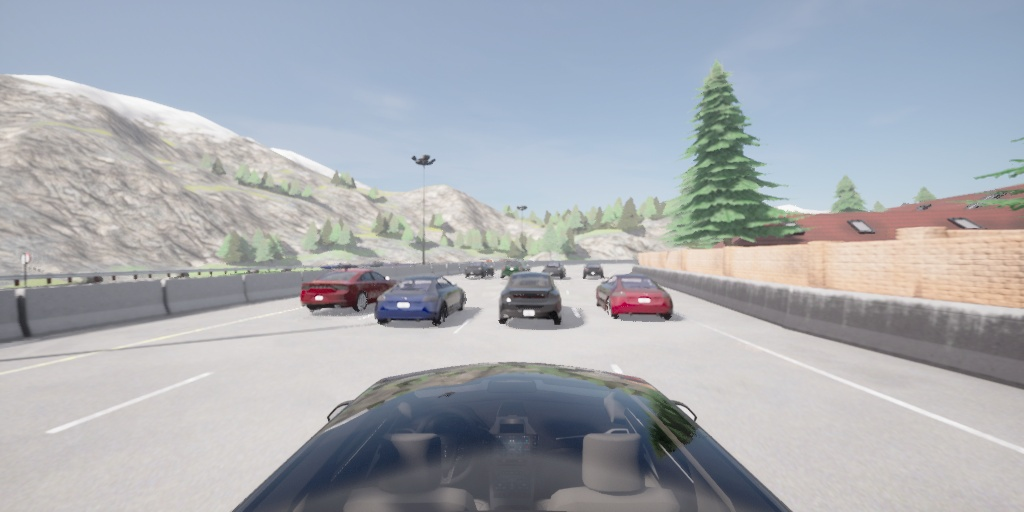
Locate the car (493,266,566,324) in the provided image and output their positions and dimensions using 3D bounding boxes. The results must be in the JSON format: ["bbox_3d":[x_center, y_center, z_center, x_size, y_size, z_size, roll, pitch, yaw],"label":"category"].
[{"bbox_3d":[0.659,1.282,12.121,1.837,1.490,4.892,0,0,5],"label":"car"}]

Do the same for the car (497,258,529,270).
[{"bbox_3d":[0.461,1.176,33.634,2.097,1.767,4.553,0,0,13],"label":"car"}]

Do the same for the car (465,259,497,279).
[{"bbox_3d":[-3.005,1.313,34.214,2.128,1.511,4.902,0,0,12],"label":"car"}]

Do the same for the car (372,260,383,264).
[{"bbox_3d":[-14.977,1.396,44.714,1.994,1.385,4.181,0,0,16],"label":"car"}]

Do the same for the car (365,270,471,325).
[{"bbox_3d":[-2.859,1.335,11.990,1.994,1.385,4.181,0,0,5],"label":"car"}]

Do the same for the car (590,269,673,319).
[{"bbox_3d":[4.253,1.346,13.059,1.994,1.385,4.181,0,0,5],"label":"car"}]

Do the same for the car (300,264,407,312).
[{"bbox_3d":[-6.175,1.250,14.342,1.882,1.535,5.008,0,0,5],"label":"car"}]

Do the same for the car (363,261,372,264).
[{"bbox_3d":[-18.082,1.324,46.621,2.128,1.511,4.902,0,0,16],"label":"car"}]

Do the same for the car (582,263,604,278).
[{"bbox_3d":[7.776,1.360,34.212,1.812,1.442,4.674,0,0,14],"label":"car"}]

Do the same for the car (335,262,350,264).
[{"bbox_3d":[-21.986,1.427,45.697,1.895,1.301,4.718,0,0,15],"label":"car"}]

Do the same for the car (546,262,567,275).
[{"bbox_3d":[4.024,1.320,33.558,2.128,1.511,4.902,0,0,13],"label":"car"}]

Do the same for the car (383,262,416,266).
[{"bbox_3d":[-12.321,1.428,41.200,1.895,1.301,4.718,0,0,15],"label":"car"}]
